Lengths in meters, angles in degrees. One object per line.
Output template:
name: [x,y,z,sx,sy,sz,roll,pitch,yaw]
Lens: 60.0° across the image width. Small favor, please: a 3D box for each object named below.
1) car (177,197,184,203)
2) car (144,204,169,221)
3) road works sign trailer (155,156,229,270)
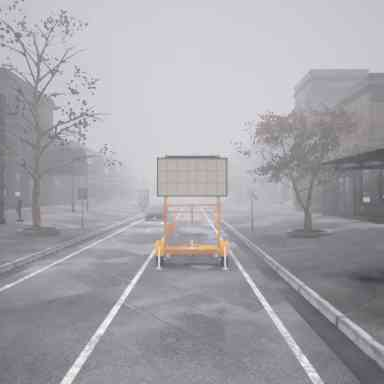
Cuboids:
car: [-2.967,2.080,86.333,1.837,1.490,4.892,0,0,0]
car: [-3.089,1.840,30.183,2.033,1.411,5.357,0,-1,0]
road works sign trailer: [0.005,0.562,11.408,2.380,3.560,2.880,0,-1,0]
